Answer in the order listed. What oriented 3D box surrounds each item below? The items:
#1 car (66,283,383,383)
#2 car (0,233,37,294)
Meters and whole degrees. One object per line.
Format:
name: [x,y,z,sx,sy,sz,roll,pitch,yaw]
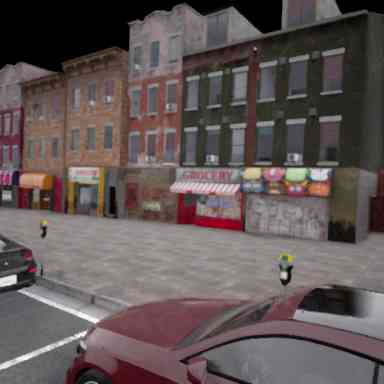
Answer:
car: [0.996,1.509,2.575,4.674,1.442,1.812,2,1,36]
car: [-5.233,1.301,6.746,4.674,1.442,1.812,2,1,26]
